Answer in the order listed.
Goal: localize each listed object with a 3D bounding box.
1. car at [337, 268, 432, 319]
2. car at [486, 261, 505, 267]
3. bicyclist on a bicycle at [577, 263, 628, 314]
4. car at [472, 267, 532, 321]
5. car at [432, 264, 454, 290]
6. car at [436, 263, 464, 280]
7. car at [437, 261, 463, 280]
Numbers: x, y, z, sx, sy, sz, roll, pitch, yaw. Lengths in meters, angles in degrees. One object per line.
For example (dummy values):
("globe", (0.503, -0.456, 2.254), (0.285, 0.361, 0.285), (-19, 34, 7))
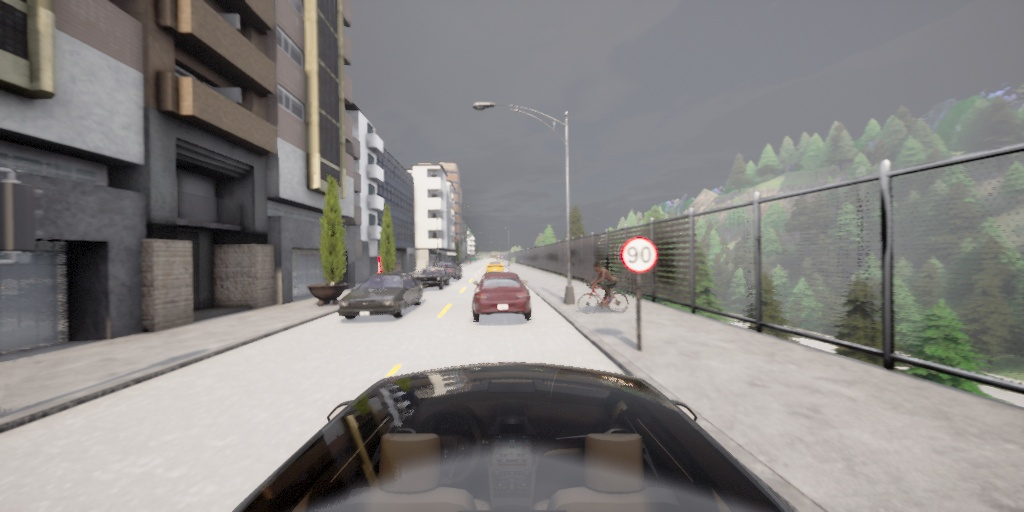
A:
("car", (-4.645, 1.376, 13.618), (2.033, 1.411, 5.357), (-1, 0, -3))
("car", (-1.822, 1.249, 39.094), (1.882, 1.535, 5.008), (-1, 0, -3))
("bicyclist on a bicycle", (2.880, 1.045, 11.391), (1.656, 1.620, 0.582), (-1, 0, -3))
("car", (-0.384, 1.279, 12.475), (1.812, 1.442, 4.674), (-1, 0, -3))
("car", (-5.145, 1.436, 23.210), (1.895, 1.301, 4.718), (-1, 0, -3))
("car", (-5.645, 1.405, 33.267), (1.994, 1.385, 4.181), (-1, 0, -2))
("car", (-5.363, 1.107, 28.981), (1.994, 1.385, 4.181), (-1, 0, -3))
